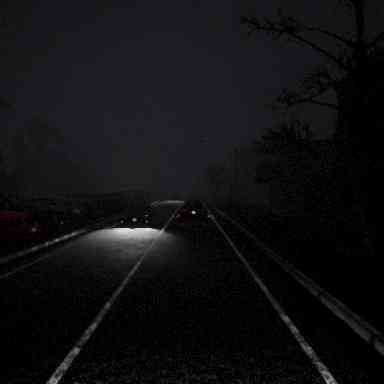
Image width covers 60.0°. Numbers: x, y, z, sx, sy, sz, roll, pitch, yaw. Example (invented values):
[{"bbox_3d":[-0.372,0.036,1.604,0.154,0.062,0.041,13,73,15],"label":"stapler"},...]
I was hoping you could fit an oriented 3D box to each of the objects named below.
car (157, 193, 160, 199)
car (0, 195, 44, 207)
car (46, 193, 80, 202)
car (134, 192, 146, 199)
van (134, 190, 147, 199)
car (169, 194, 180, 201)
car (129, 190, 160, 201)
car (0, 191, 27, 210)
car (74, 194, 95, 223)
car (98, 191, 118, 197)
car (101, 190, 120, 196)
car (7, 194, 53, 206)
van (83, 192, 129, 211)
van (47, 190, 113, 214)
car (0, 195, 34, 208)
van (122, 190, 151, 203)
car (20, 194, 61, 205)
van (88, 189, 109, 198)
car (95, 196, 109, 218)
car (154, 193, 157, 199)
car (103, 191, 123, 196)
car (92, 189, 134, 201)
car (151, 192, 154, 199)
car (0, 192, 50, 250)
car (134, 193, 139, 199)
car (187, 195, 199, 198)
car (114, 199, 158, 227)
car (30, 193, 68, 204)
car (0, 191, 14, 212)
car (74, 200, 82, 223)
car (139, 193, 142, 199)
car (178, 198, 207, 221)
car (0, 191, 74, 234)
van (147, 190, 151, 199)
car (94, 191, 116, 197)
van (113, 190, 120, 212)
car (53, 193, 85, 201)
[{"bbox_3d":[-8.767,0.864,60.506,5.366,1.575,1.946,0,1,0],"label":"car"},{"bbox_3d":[-21.987,1.156,43.001,4.792,1.488,2.163,0,1,0],"label":"car"},{"bbox_3d":[-22.033,0.924,56.877,5.008,1.535,2.097,0,1,0],"label":"car"},{"bbox_3d":[-8.967,1.145,43.686,4.792,1.488,2.163,0,1,0],"label":"car"},{"bbox_3d":[-9.056,0.852,46.485,4.442,1.987,1.878,0,1,0],"label":"van"},{"bbox_3d":[-3.243,0.945,62.799,1.895,1.301,4.718,0,1,1],"label":"car"},{"bbox_3d":[-8.926,0.572,63.305,5.566,2.045,2.435,0,1,0],"label":"car"},{"bbox_3d":[-21.983,0.933,37.441,5.566,2.045,2.435,0,1,0],"label":"car"},{"bbox_3d":[-8.949,1.186,21.252,4.553,1.767,2.185,0,0,0],"label":"car"},{"bbox_3d":[-22.053,0.493,87.406,4.674,1.452,2.002,0,1,0],"label":"car"},{"bbox_3d":[-22.089,0.286,90.178,4.553,1.767,2.185,0,1,0],"label":"car"},{"bbox_3d":[-22.203,1.086,45.772,5.366,1.575,1.946,0,1,0],"label":"car"},{"bbox_3d":[-9.047,0.978,35.265,4.442,1.987,1.878,0,1,0],"label":"van"},{"bbox_3d":[-9.039,1.043,26.857,4.442,1.987,1.878,0,0,0],"label":"van"},{"bbox_3d":[-22.043,1.185,40.218,4.792,1.488,2.163,0,1,0],"label":"car"},{"bbox_3d":[-9.064,0.728,54.896,4.442,1.987,1.878,0,1,0],"label":"van"},{"bbox_3d":[-22.016,1.051,48.550,5.008,1.535,2.097,0,1,0],"label":"car"},{"bbox_3d":[-22.164,0.355,79.075,4.442,1.987,1.878,0,1,0],"label":"van"},{"bbox_3d":[-8.914,1.291,24.056,4.892,1.521,2.231,0,0,0],"label":"car"},{"bbox_3d":[-8.952,0.950,57.703,4.674,1.452,2.002,0,1,0],"label":"car"},{"bbox_3d":[-22.066,0.369,92.956,5.008,1.535,2.097,0,1,0],"label":"car"},{"bbox_3d":[-8.900,0.974,32.464,5.566,2.045,2.435,0,0,0],"label":"car"},{"bbox_3d":[-8.939,0.997,52.097,5.008,1.535,2.097,0,1,0],"label":"car"},{"bbox_3d":[-8.882,1.124,12.841,5.566,2.045,2.435,0,0,0],"label":"car"},{"bbox_3d":[-8.939,1.177,38.075,4.892,1.521,2.231,0,1,0],"label":"car"},{"bbox_3d":[0.122,1.150,41.444,1.812,1.442,4.674,0,1,0],"label":"car"},{"bbox_3d":[-3.338,1.394,21.222,1.994,1.385,4.181,0,0,0],"label":"car"},{"bbox_3d":[-22.018,1.011,51.327,4.892,1.521,2.231,0,1,0],"label":"car"},{"bbox_3d":[-22.038,0.959,34.664,5.566,2.045,2.435,0,0,0],"label":"car"},{"bbox_3d":[-8.913,1.373,18.450,4.674,1.452,2.002,0,0,0],"label":"car"},{"bbox_3d":[-8.932,1.188,40.878,4.674,1.452,2.002,0,1,0],"label":"car"},{"bbox_3d":[0.112,1.362,24.785,1.994,1.385,4.181,0,1,0],"label":"car"},{"bbox_3d":[-8.884,1.103,15.644,5.566,2.045,2.435,0,0,0],"label":"car"},{"bbox_3d":[-8.826,0.813,49.287,4.442,1.987,1.878,0,1,0],"label":"van"},{"bbox_3d":[-22.047,0.495,84.630,5.008,1.535,2.097,0,1,0],"label":"car"},{"bbox_3d":[-9.042,1.021,29.661,4.442,1.987,1.878,0,0,0],"label":"van"},{"bbox_3d":[-22.036,0.881,59.652,5.008,1.535,2.097,0,1,0],"label":"car"}]
